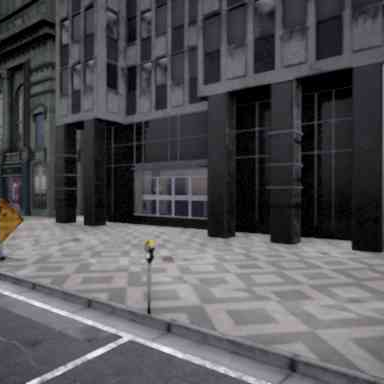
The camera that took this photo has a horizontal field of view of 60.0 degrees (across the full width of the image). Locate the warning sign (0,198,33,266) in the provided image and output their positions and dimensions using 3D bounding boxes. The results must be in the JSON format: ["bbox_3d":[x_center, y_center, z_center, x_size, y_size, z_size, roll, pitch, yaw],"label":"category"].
[{"bbox_3d":[-5.597,1.123,9.797,1.060,1.860,1.300,0,0,36],"label":"warning sign"}]
